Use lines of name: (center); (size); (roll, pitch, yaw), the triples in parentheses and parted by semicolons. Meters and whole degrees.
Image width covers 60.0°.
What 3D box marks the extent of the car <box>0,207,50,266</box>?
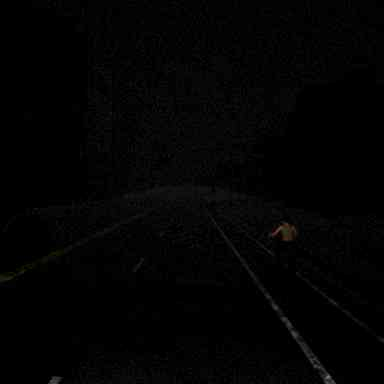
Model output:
car: (-6.597, 1.474, 11.354); (2.128, 1.511, 4.902); (0, 0, 0)

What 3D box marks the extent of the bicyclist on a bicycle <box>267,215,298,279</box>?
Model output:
bicyclist on a bicycle: (2.513, 1.425, 9.024); (0.866, 1.612, 1.509); (0, 0, 0)

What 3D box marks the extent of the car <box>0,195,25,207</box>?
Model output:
car: (-9.849, 1.192, 15.502); (2.150, 2.045, 5.566); (0, 0, 0)

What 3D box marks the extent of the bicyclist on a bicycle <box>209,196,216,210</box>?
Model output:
bicyclist on a bicycle: (2.335, 1.285, 37.771); (0.866, 1.612, 1.509); (0, 0, -1)

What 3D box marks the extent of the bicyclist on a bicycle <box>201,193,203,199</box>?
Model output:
bicyclist on a bicycle: (2.284, 0.836, 75.467); (0.582, 1.620, 1.656); (0, 1, 0)
